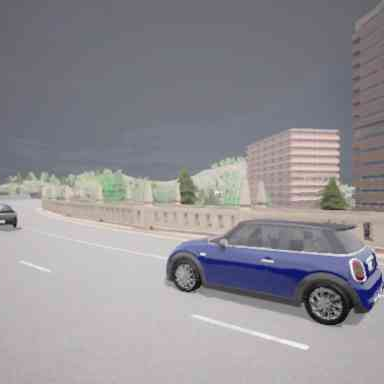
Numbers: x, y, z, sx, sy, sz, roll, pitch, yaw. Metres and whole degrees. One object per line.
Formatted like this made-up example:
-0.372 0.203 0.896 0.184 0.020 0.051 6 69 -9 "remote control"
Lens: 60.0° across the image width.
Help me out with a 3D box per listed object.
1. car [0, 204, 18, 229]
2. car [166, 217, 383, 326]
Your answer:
-12.297 1.472 20.732 2.128 1.511 4.902 0 0 -40 "car"
1.585 1.370 7.392 4.553 1.767 2.097 0 0 37 "car"
